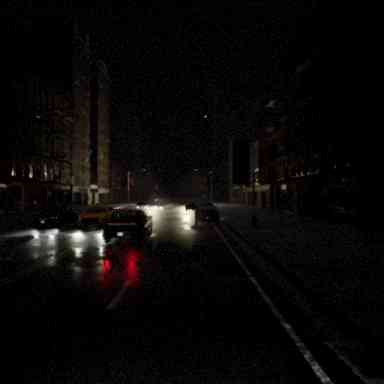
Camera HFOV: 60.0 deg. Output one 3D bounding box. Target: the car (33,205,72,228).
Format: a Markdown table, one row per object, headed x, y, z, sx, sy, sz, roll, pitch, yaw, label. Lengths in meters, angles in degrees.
| x | y | z | sx | sy | sz | roll | pitch | yaw | label |
| --- | --- | --- | --- | --- | --- | --- | --- | --- | --- |
| -9.850 | 1.724 | 24.396 | 2.128 | 1.511 | 4.902 | 0 | -1 | 0 | car |

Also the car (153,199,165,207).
| x | y | z | sx | sy | sz | roll | pitch | yaw | label |
| --- | --- | --- | --- | --- | --- | --- | --- | --- | --- |
| -6.519 | 2.118 | 66.035 | 2.128 | 1.511 | 4.902 | 0 | -1 | 0 | car |

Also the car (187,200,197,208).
| x | y | z | sx | sy | sz | roll | pitch | yaw | label |
| --- | --- | --- | --- | --- | --- | --- | --- | --- | --- |
| -0.005 | 2.170 | 61.194 | 1.895 | 1.301 | 4.718 | 0 | -1 | 0 | car |

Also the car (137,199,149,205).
| x | y | z | sx | sy | sz | roll | pitch | yaw | label |
| --- | --- | --- | --- | --- | --- | --- | --- | --- | --- |
| -9.760 | 2.114 | 66.184 | 1.837 | 1.490 | 4.892 | 0 | 0 | 0 | car |

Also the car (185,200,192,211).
| x | y | z | sx | sy | sz | roll | pitch | yaw | label |
| --- | --- | --- | --- | --- | --- | --- | --- | --- | --- |
| 0.007 | 2.043 | 47.171 | 1.895 | 1.301 | 4.718 | 0 | -1 | 0 | car |

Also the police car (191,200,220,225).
| x | y | z | sx | sy | sz | roll | pitch | yaw | label |
| --- | --- | --- | --- | --- | --- | --- | --- | --- | --- |
| 1.135 | 1.680 | 26.641 | 1.930 | 1.638 | 5.238 | 0 | -1 | 0 | police car |

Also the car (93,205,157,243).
| x | y | z | sx | sy | sz | roll | pitch | yaw | label |
| --- | --- | --- | --- | --- | --- | --- | --- | --- | --- |
| -3.152 | 1.655 | 17.016 | 2.128 | 1.511 | 4.902 | 0 | -1 | 0 | car |

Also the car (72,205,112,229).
| x | y | z | sx | sy | sz | roll | pitch | yaw | label |
| --- | --- | --- | --- | --- | --- | --- | --- | --- | --- |
| -6.601 | 1.705 | 23.819 | 1.882 | 1.535 | 5.008 | 0 | -1 | 0 | car |
